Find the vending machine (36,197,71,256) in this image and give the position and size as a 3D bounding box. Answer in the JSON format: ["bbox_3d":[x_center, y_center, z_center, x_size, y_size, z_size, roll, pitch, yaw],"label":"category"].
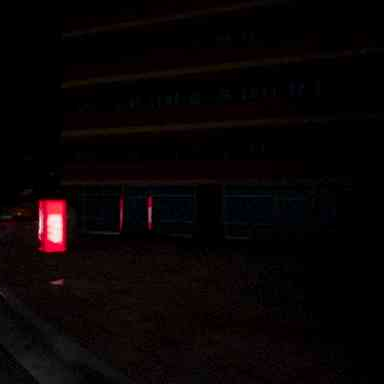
[{"bbox_3d":[-5.249,1.260,12.564,1.100,2.100,0.880,0,0,-30],"label":"vending machine"}]

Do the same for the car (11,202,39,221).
[{"bbox_3d":[-13.826,1.618,29.186,1.882,1.535,5.008,0,0,1],"label":"car"}]

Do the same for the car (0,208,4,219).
[{"bbox_3d":[-17.396,1.592,27.284,1.882,1.535,5.008,0,-1,-3],"label":"car"}]
